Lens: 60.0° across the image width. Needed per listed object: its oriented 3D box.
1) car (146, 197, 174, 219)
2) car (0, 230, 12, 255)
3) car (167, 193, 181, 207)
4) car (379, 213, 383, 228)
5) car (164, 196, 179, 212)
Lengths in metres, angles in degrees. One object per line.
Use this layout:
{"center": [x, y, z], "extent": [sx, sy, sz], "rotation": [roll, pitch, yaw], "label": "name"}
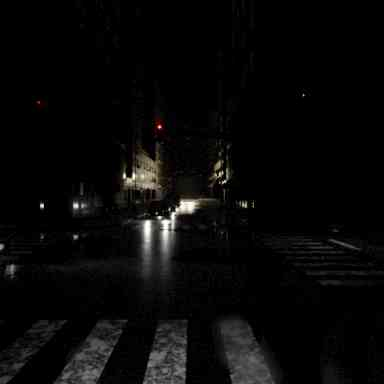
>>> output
{"center": [-2.867, 1.497, 29.293], "extent": [1.837, 1.490, 4.892], "rotation": [0, 0, 0], "label": "car"}
{"center": [-8.538, 1.506, 11.020], "extent": [4.902, 1.511, 2.128], "rotation": [0, 0, 8], "label": "car"}
{"center": [-2.877, 1.197, 49.559], "extent": [2.150, 2.045, 5.566], "rotation": [0, 0, 0], "label": "car"}
{"center": [12.337, 1.282, 16.900], "extent": [5.009, 1.841, 2.192], "rotation": [0, 0, 0], "label": "car"}
{"center": [-2.866, 1.511, 39.159], "extent": [1.812, 1.442, 4.674], "rotation": [0, 0, 0], "label": "car"}
